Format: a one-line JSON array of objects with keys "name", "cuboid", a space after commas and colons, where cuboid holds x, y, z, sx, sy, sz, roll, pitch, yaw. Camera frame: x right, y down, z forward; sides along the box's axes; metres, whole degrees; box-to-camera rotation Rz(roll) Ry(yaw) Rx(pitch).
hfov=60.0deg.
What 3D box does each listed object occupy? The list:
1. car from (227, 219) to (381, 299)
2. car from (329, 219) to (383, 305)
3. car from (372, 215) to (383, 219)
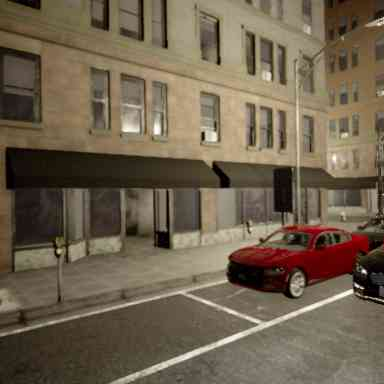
[{"name": "car", "cuboid": [2.847, 1.553, 8.507, 4.507, 1.381, 1.887, -1, 0, -38]}, {"name": "car", "cuboid": [5.337, 1.456, 7.195, 4.902, 1.511, 2.128, -1, 0, -38]}, {"name": "car", "cuboid": [7.190, 1.526, 11.900, 4.313, 1.339, 1.947, -1, 0, -38]}]
